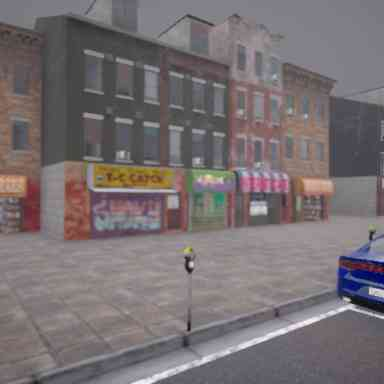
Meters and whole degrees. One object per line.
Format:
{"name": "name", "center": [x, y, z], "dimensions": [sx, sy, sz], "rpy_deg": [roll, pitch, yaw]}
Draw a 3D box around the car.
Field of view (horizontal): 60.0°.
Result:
{"name": "car", "center": [5.034, 1.489, 6.866], "dimensions": [5.008, 1.535, 1.882], "rpy_deg": [0, 0, -36]}
